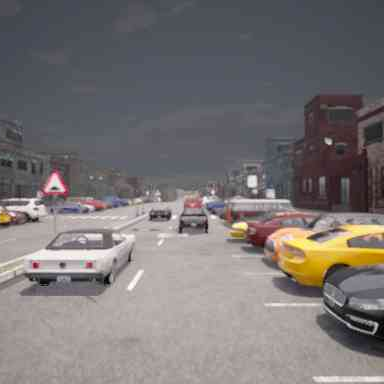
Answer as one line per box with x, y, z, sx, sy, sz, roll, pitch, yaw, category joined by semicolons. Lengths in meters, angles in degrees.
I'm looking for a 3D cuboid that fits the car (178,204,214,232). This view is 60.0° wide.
0.102;1.761;22.109;2.128;1.511;4.902;0;-1;0;car

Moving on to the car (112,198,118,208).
-15.595;2.188;56.400;4.674;1.452;2.002;0;-1;0;car

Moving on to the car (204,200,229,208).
4.661;2.245;63.799;4.792;1.488;2.163;0;-1;0;car

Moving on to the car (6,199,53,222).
-15.577;1.610;28.827;5.566;2.045;2.435;0;-1;0;car

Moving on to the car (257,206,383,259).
4.731;1.483;11.005;4.553;1.767;2.185;0;-1;0;car

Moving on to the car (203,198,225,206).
4.739;2.191;72.173;4.553;1.767;2.185;0;-1;0;car

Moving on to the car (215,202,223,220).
4.677;1.812;27.678;4.892;1.521;2.231;0;-1;0;car

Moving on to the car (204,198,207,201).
4.672;2.095;52.809;5.008;1.535;2.097;0;-1;0;car

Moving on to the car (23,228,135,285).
-2.909;1.715;9.787;1.895;1.301;4.718;0;-1;0;car

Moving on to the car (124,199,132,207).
-15.588;2.009;67.431;5.566;2.045;2.435;0;-1;0;car

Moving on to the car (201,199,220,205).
4.734;2.543;86.155;4.674;1.452;2.002;0;-1;0;car

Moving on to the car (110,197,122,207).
-15.597;2.175;59.157;5.008;1.535;2.097;0;-1;0;car

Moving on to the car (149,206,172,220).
-2.936;1.983;32.014;1.895;1.301;4.718;0;-1;0;car

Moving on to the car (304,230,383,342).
4.711;1.544;5.445;4.892;1.521;2.231;0;-1;0;car

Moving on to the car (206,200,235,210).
4.701;2.154;55.464;4.792;1.488;2.163;0;-1;0;car

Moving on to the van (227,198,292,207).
4.805;1.519;22.122;4.442;1.987;1.878;0;-1;0;van

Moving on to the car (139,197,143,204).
-15.451;2.425;81.217;5.366;1.575;1.946;0;-1;0;car

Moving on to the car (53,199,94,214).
-15.544;2.044;42.611;4.792;1.488;2.163;0;-1;0;car

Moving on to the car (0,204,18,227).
-15.534;1.795;23.432;5.008;1.535;2.097;0;-1;0;car

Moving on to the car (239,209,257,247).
4.692;1.643;13.782;5.008;1.535;2.097;0;-1;0;car

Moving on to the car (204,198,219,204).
4.670;2.033;47.134;5.008;1.535;2.097;0;-1;0;car

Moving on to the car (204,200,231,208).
4.654;2.214;61.021;4.792;1.488;2.163;0;-1;0;car

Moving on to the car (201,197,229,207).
4.730;2.030;69.362;5.566;2.045;2.435;0;-1;0;car

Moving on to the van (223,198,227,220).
4.803;1.552;24.901;4.442;1.987;1.878;0;-1;0;van

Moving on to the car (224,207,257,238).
4.509;1.674;16.561;5.366;1.575;1.946;0;-1;0;car

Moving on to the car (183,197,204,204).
0.064;1.705;40.940;2.150;2.045;5.566;0;-1;0;car

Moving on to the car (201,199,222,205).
4.732;2.427;80.597;4.892;1.521;2.231;0;-1;0;car

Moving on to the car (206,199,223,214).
4.661;2.003;44.354;4.892;1.521;2.231;0;-1;0;car

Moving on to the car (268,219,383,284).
4.698;1.575;8.222;5.008;1.535;2.097;0;-1;0;car

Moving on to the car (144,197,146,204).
-15.632;2.583;89.451;4.674;1.452;2.002;0;-1;0;car

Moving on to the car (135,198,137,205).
-15.660;2.387;75.698;4.792;1.488;2.163;0;-1;0;car

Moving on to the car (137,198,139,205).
-15.821;2.388;78.454;5.366;1.575;1.946;0;-1;0;car

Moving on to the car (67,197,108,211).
-15.555;1.818;48.130;5.566;2.045;2.435;0;-1;0;car

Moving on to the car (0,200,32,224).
-15.575;1.704;26.190;4.553;1.767;2.185;0;-1;0;car

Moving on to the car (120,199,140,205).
-15.606;2.495;83.974;4.792;1.488;2.163;0;-1;0;car

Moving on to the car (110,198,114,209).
-15.590;2.161;53.512;4.674;1.452;2.002;0;-1;0;car

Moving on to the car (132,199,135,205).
-15.812;2.320;72.940;5.366;1.575;1.946;0;-1;0;car

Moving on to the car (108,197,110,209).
-15.556;1.971;50.886;4.553;1.767;2.185;0;-1;0;car

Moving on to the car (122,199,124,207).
-15.610;2.242;61.914;4.674;1.452;2.002;0;-1;0;car

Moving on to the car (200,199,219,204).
4.743;2.581;91.588;5.008;1.535;2.097;0;-1;0;car

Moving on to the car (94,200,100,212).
-15.580;2.082;45.368;4.674;1.452;2.002;0;-1;0;car
